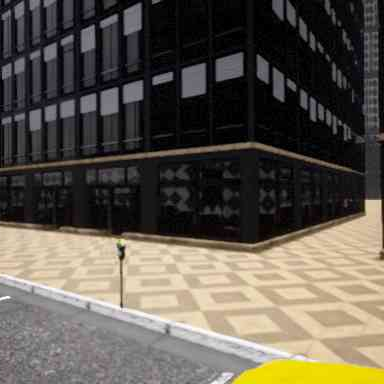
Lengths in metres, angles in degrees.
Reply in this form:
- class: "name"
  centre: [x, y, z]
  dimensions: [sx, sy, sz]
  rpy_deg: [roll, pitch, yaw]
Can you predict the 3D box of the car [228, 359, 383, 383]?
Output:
- class: "car"
  centre: [2.113, 1.515, 1.365]
  dimensions: [4.829, 1.417, 1.752]
  rpy_deg: [-1, 0, 36]
